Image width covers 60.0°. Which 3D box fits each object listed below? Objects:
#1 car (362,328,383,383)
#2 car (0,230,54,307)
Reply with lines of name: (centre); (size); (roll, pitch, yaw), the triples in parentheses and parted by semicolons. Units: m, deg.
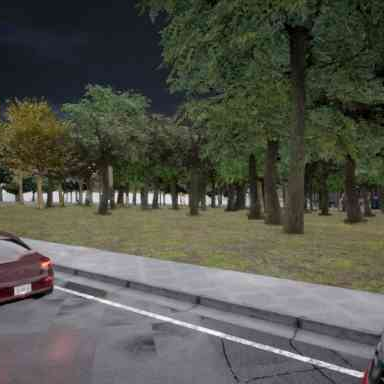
car: (3.643, 1.221, 1.086); (5.566, 2.045, 2.150); (0, 0, 35)
car: (-4.807, 1.524, 7.101); (4.674, 1.442, 1.812); (0, 0, 35)
